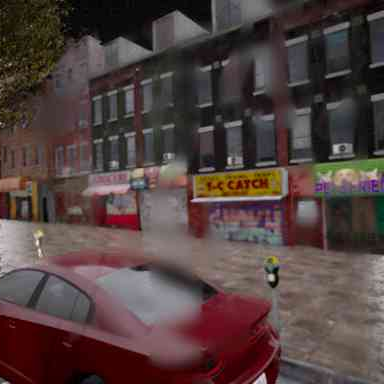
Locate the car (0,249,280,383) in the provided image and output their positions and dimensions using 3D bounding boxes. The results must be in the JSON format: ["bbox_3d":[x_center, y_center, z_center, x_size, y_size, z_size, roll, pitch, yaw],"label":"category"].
[{"bbox_3d":[-1.435,1.508,4.309,5.008,1.535,1.882,-1,0,36],"label":"car"}]
